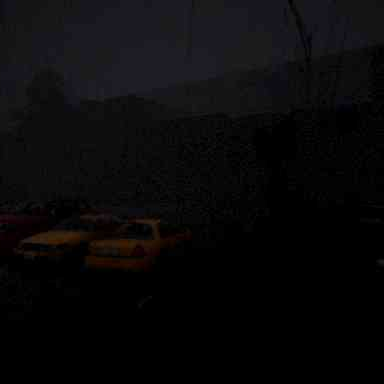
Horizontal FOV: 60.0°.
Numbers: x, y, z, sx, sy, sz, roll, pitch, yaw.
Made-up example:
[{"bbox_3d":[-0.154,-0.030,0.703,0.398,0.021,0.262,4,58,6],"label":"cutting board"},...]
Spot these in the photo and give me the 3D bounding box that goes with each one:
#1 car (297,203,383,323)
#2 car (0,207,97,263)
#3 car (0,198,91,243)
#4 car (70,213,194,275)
[{"bbox_3d":[3.528,1.236,7.000,2.435,2.045,5.566,0,-1,16],"label":"car"},{"bbox_3d":[-3.848,1.498,12.015,1.946,1.575,5.366,0,-1,16],"label":"car"},{"bbox_3d":[-6.244,1.263,13.913,2.435,2.045,5.566,0,-1,15],"label":"car"},{"bbox_3d":[-1.313,1.496,10.634,1.946,1.575,5.366,0,-1,16],"label":"car"}]
